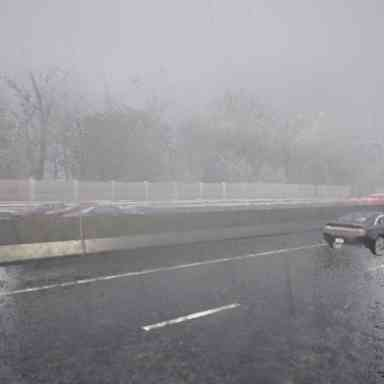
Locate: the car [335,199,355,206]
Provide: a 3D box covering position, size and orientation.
[{"bbox_3d":[24.102,1.721,51.234,4.718,1.301,1.895,0,0,-35],"label":"car"}]

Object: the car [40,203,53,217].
[{"bbox_3d":[-7.950,1.491,24.120,5.008,1.535,1.882,0,0,-35],"label":"car"}]

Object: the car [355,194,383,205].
[{"bbox_3d":[26.869,1.342,48.909,5.566,2.045,2.150,0,0,-35],"label":"car"}]

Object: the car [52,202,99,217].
[{"bbox_3d":[-6.062,1.539,21.180,4.674,1.442,1.812,0,0,-35],"label":"car"}]

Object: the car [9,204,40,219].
[{"bbox_3d":[-11.207,1.557,26.050,5.357,1.411,2.033,0,0,-36],"label":"car"}]

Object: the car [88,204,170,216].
[{"bbox_3d":[-2.836,1.564,19.168,5.357,1.411,2.033,0,0,-36],"label":"car"}]

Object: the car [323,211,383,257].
[{"bbox_3d":[7.200,1.519,13.183,4.902,1.511,2.128,0,0,-36],"label":"car"}]
